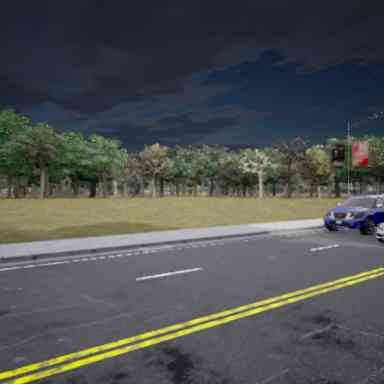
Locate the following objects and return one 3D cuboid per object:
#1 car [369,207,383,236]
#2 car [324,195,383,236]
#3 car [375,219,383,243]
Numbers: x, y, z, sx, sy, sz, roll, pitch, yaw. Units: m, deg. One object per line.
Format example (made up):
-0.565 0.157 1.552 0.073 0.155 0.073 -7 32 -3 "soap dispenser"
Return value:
10.144 1.509 14.917 4.674 1.442 1.812 0 0 -36 "car"
9.763 1.206 18.635 5.566 2.045 2.150 0 0 -36 "car"
6.998 1.481 8.433 4.902 1.511 2.128 0 0 -36 "car"
